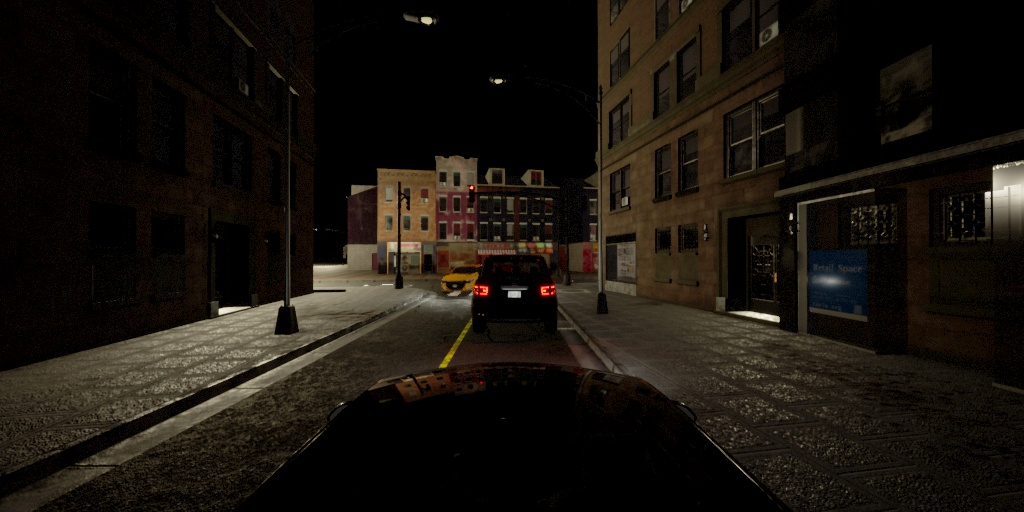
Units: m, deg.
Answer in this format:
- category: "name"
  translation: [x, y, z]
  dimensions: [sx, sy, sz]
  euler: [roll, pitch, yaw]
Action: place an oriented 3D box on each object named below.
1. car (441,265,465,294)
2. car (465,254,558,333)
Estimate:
- category: "car"
  translation: [-2.495, 1.228, 20.349]
  dimensions: [1.882, 1.535, 5.008]
  euler: [-1, 0, 8]
- category: "car"
  translation: [0.098, 0.972, 10.899]
  dimensions: [2.150, 2.045, 5.566]
  euler: [0, 0, 1]
